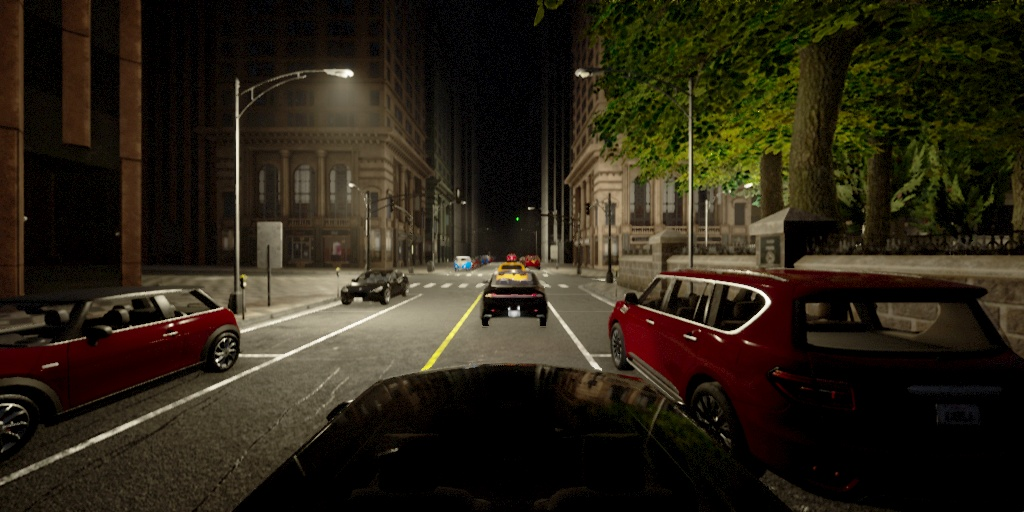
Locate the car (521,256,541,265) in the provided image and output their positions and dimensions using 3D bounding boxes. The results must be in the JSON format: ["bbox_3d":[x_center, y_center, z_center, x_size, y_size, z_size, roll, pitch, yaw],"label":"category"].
[{"bbox_3d":[2.715,0.902,47.755,2.192,1.841,5.009,0,0,0],"label":"car"}]

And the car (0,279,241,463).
[{"bbox_3d":[-5.765,1.179,4.592,1.967,1.591,4.097,0,0,0],"label":"car"}]

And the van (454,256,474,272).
[{"bbox_3d":[-5.805,0.944,42.297,1.690,1.789,3.998,0,0,0],"label":"van"}]

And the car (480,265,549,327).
[{"bbox_3d":[0.064,1.205,11.355,2.128,1.511,4.902,0,0,0],"label":"car"}]

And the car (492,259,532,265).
[{"bbox_3d":[-0.006,1.152,21.775,1.882,1.535,5.008,0,0,0],"label":"car"}]

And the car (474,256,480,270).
[{"bbox_3d":[-5.810,1.027,47.738,1.967,1.591,4.097,0,0,0],"label":"car"}]

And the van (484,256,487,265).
[{"bbox_3d":[-5.828,0.886,64.061,1.690,1.789,3.998,0,0,0],"label":"van"}]

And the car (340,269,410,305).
[{"bbox_3d":[-5.776,1.261,15.640,1.948,1.339,4.313,0,0,0],"label":"car"}]

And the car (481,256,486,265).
[{"bbox_3d":[-5.822,1.125,58.620,1.948,1.339,4.313,0,0,0],"label":"car"}]

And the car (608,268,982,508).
[{"bbox_3d":[2.761,1.054,4.612,2.192,1.841,5.009,0,0,0],"label":"car"}]

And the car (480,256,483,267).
[{"bbox_3d":[-5.816,1.118,53.178,1.888,1.381,4.507,0,0,0],"label":"car"}]
